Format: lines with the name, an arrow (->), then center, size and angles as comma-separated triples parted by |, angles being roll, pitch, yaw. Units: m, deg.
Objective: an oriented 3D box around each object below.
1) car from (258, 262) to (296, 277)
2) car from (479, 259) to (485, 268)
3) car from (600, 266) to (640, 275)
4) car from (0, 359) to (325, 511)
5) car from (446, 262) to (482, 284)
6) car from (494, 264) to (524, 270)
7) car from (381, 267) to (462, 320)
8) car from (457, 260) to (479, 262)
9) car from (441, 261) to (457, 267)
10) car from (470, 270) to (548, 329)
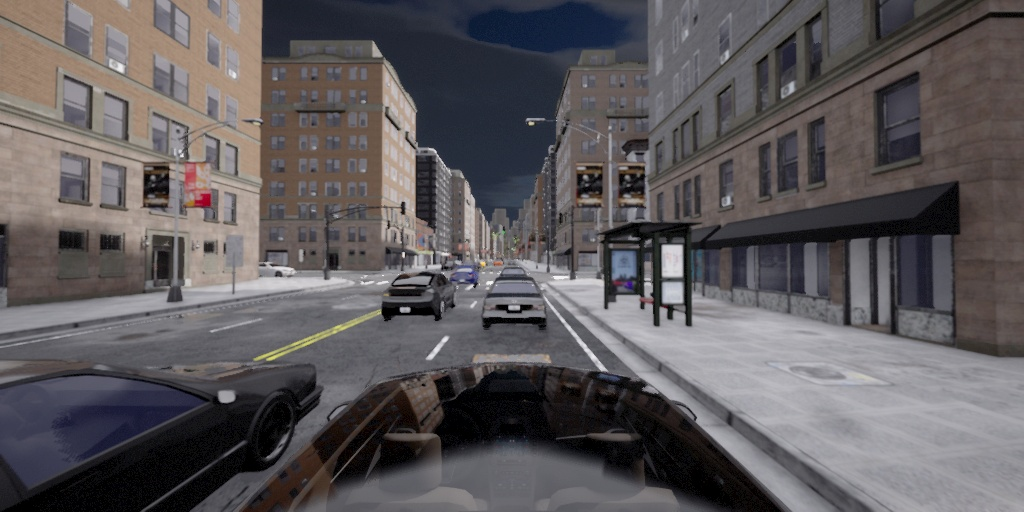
car -> -22.647, 1.314, 33.224 | 4.674, 1.442, 1.812 | 0, -1, -1
car -> -6.607, 1.573, 63.738 | 2.128, 1.511, 4.902 | 0, 0, 0
car -> 13.093, 1.595, 43.323 | 4.892, 1.490, 1.837 | 0, -1, 0
car -> -3.149, 1.298, 1.774 | 2.033, 1.411, 5.357 | 0, 0, 0
car -> -3.299, 1.399, 25.322 | 1.812, 1.442, 4.674 | 0, 0, -3
car -> 0.086, 1.411, 22.633 | 2.033, 1.411, 5.357 | 0, 0, 0
car -> -3.154, 1.316, 12.902 | 1.837, 1.490, 4.892 | 0, 0, -1
car -> -6.633, 1.387, 54.600 | 2.097, 1.767, 4.553 | 0, 0, 0
car -> -9.847, 1.549, 56.286 | 1.837, 1.490, 4.892 | 0, 0, 2
car -> 0.080, 1.350, 11.489 | 2.033, 1.411, 5.357 | 0, 0, 1
